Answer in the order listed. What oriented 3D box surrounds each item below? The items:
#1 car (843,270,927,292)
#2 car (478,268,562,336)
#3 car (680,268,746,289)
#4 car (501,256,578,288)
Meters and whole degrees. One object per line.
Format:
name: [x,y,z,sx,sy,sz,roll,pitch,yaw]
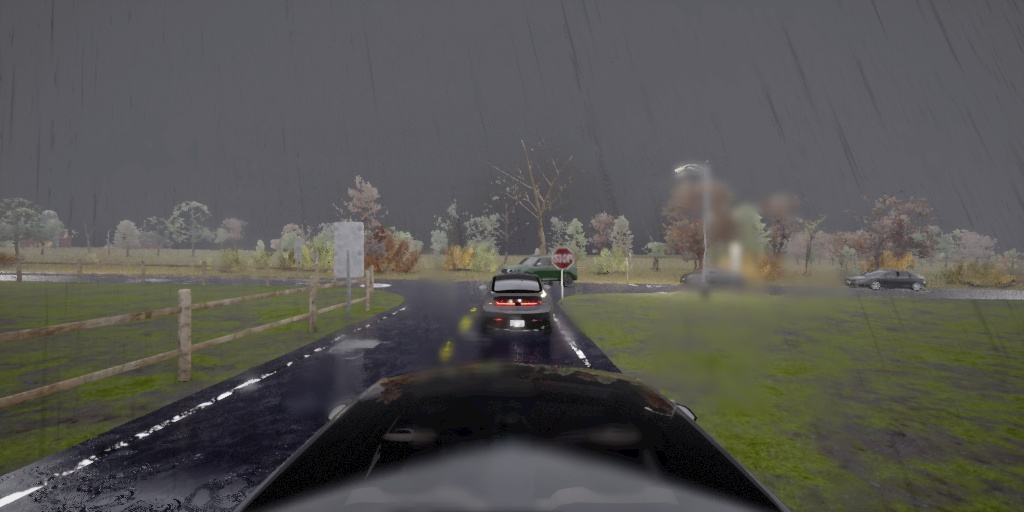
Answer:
car: [26.957,1.734,25.983,4.892,1.490,1.837,1,1,0]
car: [0.091,1.252,10.377,1.837,1.490,4.892,0,0,-1]
car: [14.547,1.571,26.040,4.181,1.385,1.994,1,1,1]
car: [1.744,0.986,23.273,5.566,2.045,2.150,2,0,-33]
